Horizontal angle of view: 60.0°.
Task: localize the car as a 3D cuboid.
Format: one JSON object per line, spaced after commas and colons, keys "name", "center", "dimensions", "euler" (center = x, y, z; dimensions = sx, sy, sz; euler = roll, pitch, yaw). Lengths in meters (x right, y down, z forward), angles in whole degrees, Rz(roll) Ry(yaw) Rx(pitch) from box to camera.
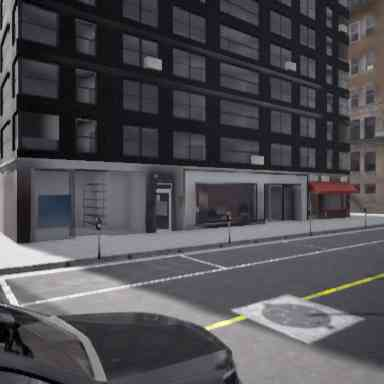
{"name": "car", "center": [-1.705, 1.519, 2.218], "dimensions": [4.674, 1.442, 1.812], "euler": [0, 0, -35]}
